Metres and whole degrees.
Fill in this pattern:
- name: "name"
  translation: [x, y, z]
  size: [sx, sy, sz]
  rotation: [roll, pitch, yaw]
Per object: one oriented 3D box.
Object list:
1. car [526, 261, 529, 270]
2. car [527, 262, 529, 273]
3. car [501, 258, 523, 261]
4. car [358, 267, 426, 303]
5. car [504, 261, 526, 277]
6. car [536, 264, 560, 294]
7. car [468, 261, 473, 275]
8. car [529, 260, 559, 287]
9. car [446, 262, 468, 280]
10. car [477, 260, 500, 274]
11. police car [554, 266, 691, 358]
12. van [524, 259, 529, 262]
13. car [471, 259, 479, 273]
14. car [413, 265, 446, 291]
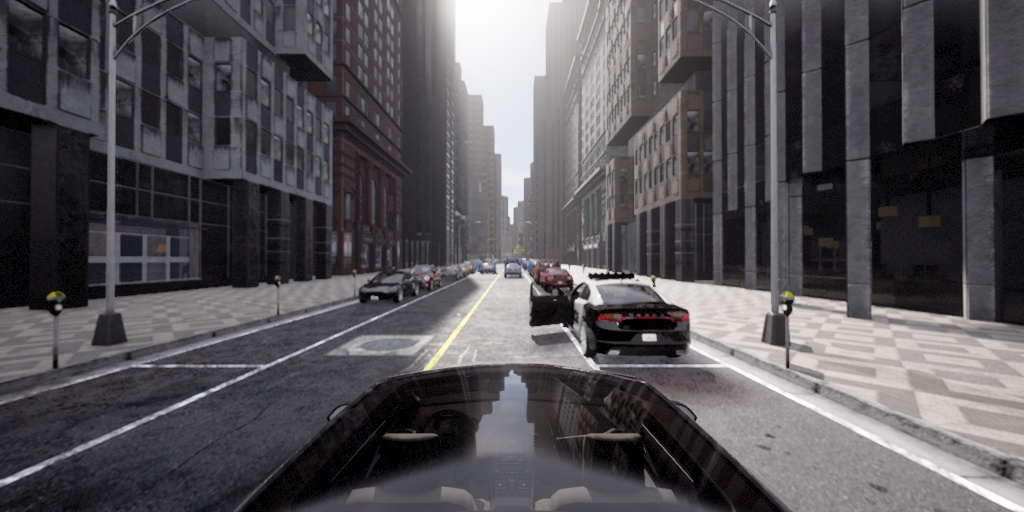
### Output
- name: "car"
  translation: [2.786, 1.533, 39.760]
  size: [1.948, 1.339, 4.313]
  rotation: [0, 0, 0]
- name: "car"
  translation: [2.782, 1.500, 34.124]
  size: [1.948, 1.339, 4.313]
  rotation: [0, 0, 0]
- name: "car"
  translation: [0.064, 1.240, 48.672]
  size: [2.150, 2.045, 5.566]
  rotation: [0, 0, 1]
- name: "car"
  translation: [-5.754, 1.404, 17.210]
  size: [1.948, 1.339, 4.313]
  rotation: [0, 0, 0]
- name: "car"
  translation: [0.103, 1.505, 38.099]
  size: [2.033, 1.411, 5.357]
  rotation: [0, 0, 1]
- name: "car"
  translation: [2.775, 1.415, 22.850]
  size: [1.888, 1.381, 4.507]
  rotation: [0, 0, 0]
- name: "car"
  translation: [-5.740, 1.492, 39.584]
  size: [1.751, 1.417, 4.829]
  rotation: [0, 0, 0]
- name: "car"
  translation: [2.778, 1.217, 28.487]
  size: [2.192, 1.841, 5.009]
  rotation: [0, 0, 0]
- name: "car"
  translation: [-5.743, 1.485, 34.118]
  size: [2.007, 1.370, 4.403]
  rotation: [0, 0, 0]
- name: "car"
  translation: [-2.986, 1.565, 45.634]
  size: [1.994, 1.385, 4.181]
  rotation: [0, 0, 0]
- name: "police car"
  translation: [2.370, 1.215, 8.762]
  size: [1.930, 1.638, 5.238]
  rotation: [0, 0, 0]
- name: "van"
  translation: [2.789, 1.340, 45.397]
  size: [1.690, 1.789, 3.998]
  rotation: [0, 0, 0]
- name: "car"
  translation: [-5.736, 1.439, 45.391]
  size: [1.967, 1.591, 4.097]
  rotation: [0, 0, 0]
- name: "car"
  translation: [-5.750, 1.310, 22.846]
  size: [1.967, 1.591, 4.097]
  rotation: [0, 0, 0]
